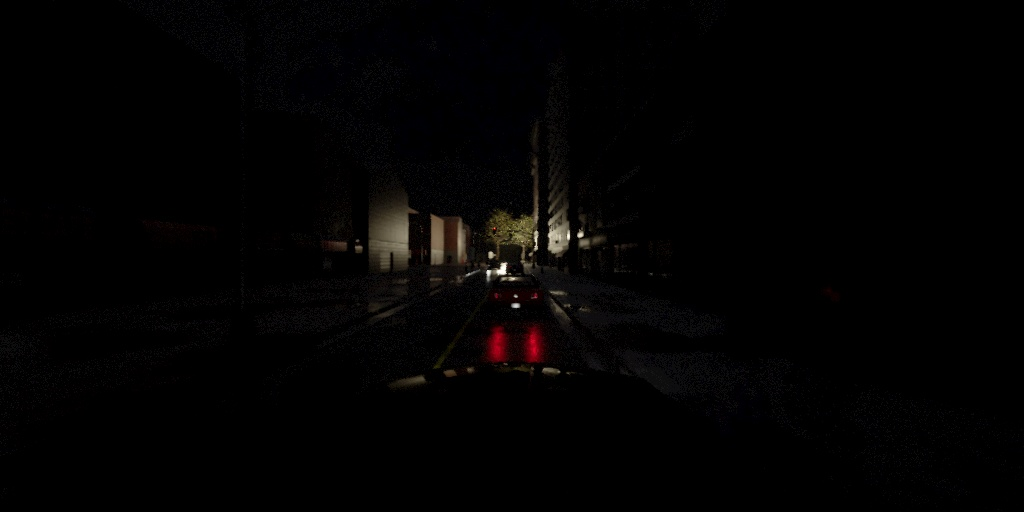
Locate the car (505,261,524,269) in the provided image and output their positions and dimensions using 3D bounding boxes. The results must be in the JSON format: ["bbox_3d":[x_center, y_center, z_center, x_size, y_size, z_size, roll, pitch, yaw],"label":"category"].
[{"bbox_3d":[0.269,1.263,38.142,1.882,1.535,5.008,0,0,0],"label":"car"}]

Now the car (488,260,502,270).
[{"bbox_3d":[-2.507,1.318,52.605,1.837,1.490,4.892,0,-1,1],"label":"car"}]

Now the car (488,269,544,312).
[{"bbox_3d":[0.147,1.359,14.125,1.895,1.301,4.718,0,0,0],"label":"car"}]
